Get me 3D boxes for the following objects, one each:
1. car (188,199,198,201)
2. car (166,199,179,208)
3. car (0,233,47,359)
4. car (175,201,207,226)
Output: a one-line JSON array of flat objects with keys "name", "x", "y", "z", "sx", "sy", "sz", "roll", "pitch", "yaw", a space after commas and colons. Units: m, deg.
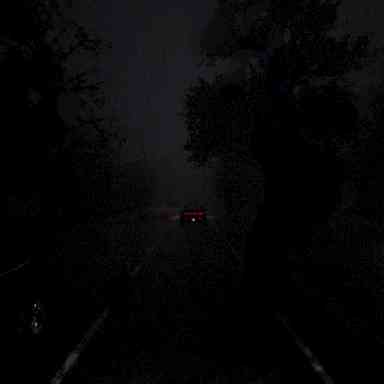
[{"name": "car", "x": 0.125, "y": 1.661, "z": 41.773, "sx": 2.097, "sy": 1.767, "sz": 4.553, "roll": 0, "pitch": 0, "yaw": 0}, {"name": "car", "x": -3.075, "y": 1.850, "z": 53.601, "sx": 1.994, "sy": 1.385, "sz": 4.181, "roll": 0, "pitch": 0, "yaw": 2}, {"name": "car", "x": -3.349, "y": 1.359, "z": 3.387, "sx": 2.097, "sy": 1.767, "sz": 4.553, "roll": 0, "pitch": 0, "yaw": 0}, {"name": "car", "x": 0.102, "y": 1.685, "z": 24.843, "sx": 2.128, "sy": 1.511, "sz": 4.902, "roll": 0, "pitch": 0, "yaw": 0}]
